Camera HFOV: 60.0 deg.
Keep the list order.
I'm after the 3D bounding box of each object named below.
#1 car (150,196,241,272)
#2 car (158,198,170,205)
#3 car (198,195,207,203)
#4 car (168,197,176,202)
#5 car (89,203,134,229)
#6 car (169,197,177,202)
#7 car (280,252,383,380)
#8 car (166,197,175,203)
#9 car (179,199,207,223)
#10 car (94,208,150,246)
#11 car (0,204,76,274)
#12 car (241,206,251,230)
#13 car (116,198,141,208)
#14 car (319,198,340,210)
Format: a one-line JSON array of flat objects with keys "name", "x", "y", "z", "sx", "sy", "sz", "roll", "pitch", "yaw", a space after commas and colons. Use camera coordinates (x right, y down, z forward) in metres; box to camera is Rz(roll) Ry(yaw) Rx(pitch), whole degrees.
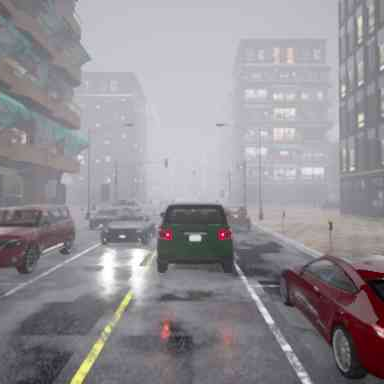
[{"name": "car", "x": 0.087, "y": 1.275, "z": 11.106, "sx": 2.150, "sy": 2.045, "sz": 5.566, "roll": 0, "pitch": 0, "yaw": 0}, {"name": "car", "x": -5.468, "y": 1.893, "z": 65.809, "sx": 2.008, "sy": 1.369, "sz": 4.403, "roll": 1, "pitch": 0, "yaw": 0}, {"name": "car", "x": 2.536, "y": 1.761, "z": 82.845, "sx": 2.192, "sy": 1.841, "sz": 5.009, "roll": 1, "pitch": 0, "yaw": 0}, {"name": "car", "x": -5.349, "y": 2.004, "z": 88.270, "sx": 1.752, "sy": 1.417, "sz": 4.829, "roll": 1, "pitch": 0, "yaw": 0}, {"name": "car", "x": -5.454, "y": 1.674, "z": 22.244, "sx": 1.947, "sy": 1.339, "sz": 4.313, "roll": 1, "pitch": 0, "yaw": 0}, {"name": "car", "x": -5.353, "y": 2.098, "z": 94.097, "sx": 1.802, "sy": 1.307, "sz": 4.206, "roll": 1, "pitch": 0, "yaw": 0}, {"name": "car", "x": 2.641, "y": 1.607, "z": 5.237, "sx": 1.802, "sy": 1.307, "sz": 4.206, "roll": 1, "pitch": 0, "yaw": 0}, {"name": "car", "x": -5.347, "y": 2.027, "z": 82.782, "sx": 1.802, "sy": 1.307, "sz": 4.206, "roll": 1, "pitch": 0, "yaw": 0}, {"name": "car", "x": 0.079, "y": 1.487, "z": 27.285, "sx": 2.097, "sy": 1.767, "sz": 4.553, "roll": 0, "pitch": 0, "yaw": 0}, {"name": "car", "x": -2.855, "y": 1.639, "z": 15.576, "sx": 1.994, "sy": 1.385, "sz": 4.181, "roll": 0, "pitch": 0, "yaw": 0}, {"name": "car", "x": -5.445, "y": 1.368, "z": 10.952, "sx": 2.192, "sy": 1.841, "sz": 5.009, "roll": 1, "pitch": 0, "yaw": 0}, {"name": "car", "x": 2.695, "y": 1.549, "z": 22.195, "sx": 1.967, "sy": 1.590, "sz": 4.097, "roll": 1, "pitch": 0, "yaw": 0}, {"name": "car", "x": -5.453, "y": 1.452, "z": 27.892, "sx": 2.192, "sy": 1.841, "sz": 5.009, "roll": 1, "pitch": 0, "yaw": 0}, {"name": "car", "x": 18.666, "y": 1.567, "z": 42.911, "sx": 4.097, "sy": 1.590, "sz": 1.967, "roll": 0, "pitch": -1, "yaw": 1}]
